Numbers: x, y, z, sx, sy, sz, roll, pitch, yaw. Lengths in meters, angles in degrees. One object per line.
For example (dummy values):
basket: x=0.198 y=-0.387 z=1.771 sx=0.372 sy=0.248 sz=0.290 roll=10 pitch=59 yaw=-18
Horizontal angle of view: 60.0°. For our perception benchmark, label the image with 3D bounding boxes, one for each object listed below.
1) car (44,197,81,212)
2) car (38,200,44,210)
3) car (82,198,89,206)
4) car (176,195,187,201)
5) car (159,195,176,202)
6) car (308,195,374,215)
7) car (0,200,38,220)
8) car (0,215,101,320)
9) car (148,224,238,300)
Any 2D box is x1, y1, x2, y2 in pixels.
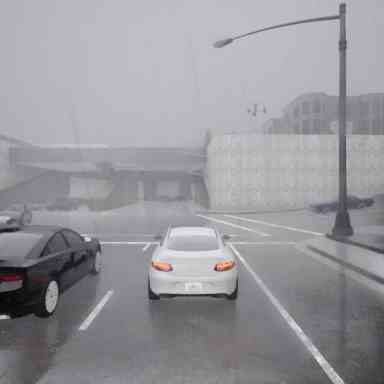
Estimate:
car: x=-15.025 y=1.352 z=38.949 sx=2.097 sy=1.767 sz=4.553 roll=0 pitch=0 yaw=-3
car: x=-18.547 y=1.601 z=39.357 sx=1.895 sy=1.301 sz=4.718 roll=0 pitch=0 yaw=-2
car: x=-15.514 y=1.564 z=53.117 sx=1.994 sy=1.385 sz=4.181 roll=0 pitch=0 yaw=-2
car: x=-2.916 y=1.552 z=83.875 sx=1.994 sy=1.385 sz=4.181 roll=0 pitch=0 yaw=27
car: x=-5.394 y=1.553 z=74.350 sx=1.994 sy=1.385 sz=4.181 roll=0 pitch=0 yaw=5
car: x=12.034 y=1.012 z=27.133 sx=4.718 sy=1.301 sz=1.895 roll=-6 pitch=0 yaw=-1
car: x=-11.955 y=1.491 z=22.196 sx=2.128 sy=1.511 sz=4.902 roll=0 pitch=0 yaw=-17
car: x=-3.480 y=1.478 z=7.467 sx=1.882 sy=1.535 sz=5.008 roll=0 pitch=0 yaw=0
car: x=0.013 y=1.526 z=8.268 sx=1.812 sy=1.442 sz=4.674 roll=0 pitch=0 yaw=0
